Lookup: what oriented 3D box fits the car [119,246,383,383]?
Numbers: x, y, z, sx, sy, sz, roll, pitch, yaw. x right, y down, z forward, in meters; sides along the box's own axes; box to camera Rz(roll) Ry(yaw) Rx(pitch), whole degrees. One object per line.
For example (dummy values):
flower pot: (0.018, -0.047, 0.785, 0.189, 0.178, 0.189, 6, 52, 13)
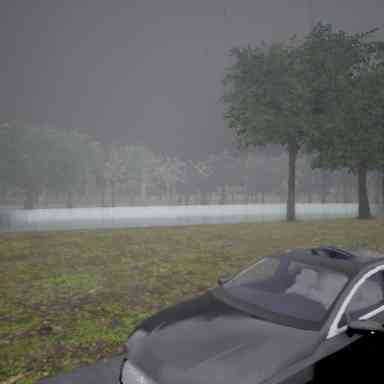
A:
car: (1.543, 1.498, 4.054, 4.902, 1.511, 2.128, 0, 0, -36)
